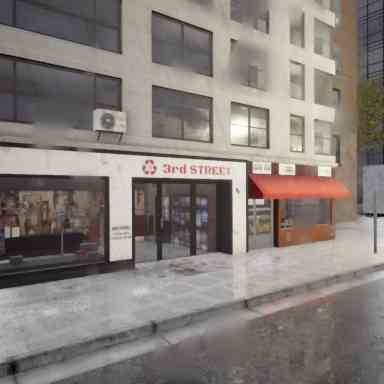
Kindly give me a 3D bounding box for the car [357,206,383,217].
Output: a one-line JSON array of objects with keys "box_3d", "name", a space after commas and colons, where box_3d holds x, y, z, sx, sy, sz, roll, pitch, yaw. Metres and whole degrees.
[{"box_3d": [16.992, 1.600, 28.755, 2.033, 1.411, 5.357, 0, 0, -34], "name": "car"}]
